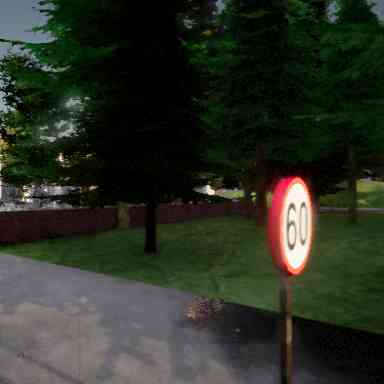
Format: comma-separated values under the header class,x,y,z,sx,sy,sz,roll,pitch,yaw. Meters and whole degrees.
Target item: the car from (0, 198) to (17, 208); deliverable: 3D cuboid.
class,x,y,z,sx,sy,sz,roll,pitch,yaw
car,-27.920,1.633,48.341,1.812,1.442,4.674,0,0,36
